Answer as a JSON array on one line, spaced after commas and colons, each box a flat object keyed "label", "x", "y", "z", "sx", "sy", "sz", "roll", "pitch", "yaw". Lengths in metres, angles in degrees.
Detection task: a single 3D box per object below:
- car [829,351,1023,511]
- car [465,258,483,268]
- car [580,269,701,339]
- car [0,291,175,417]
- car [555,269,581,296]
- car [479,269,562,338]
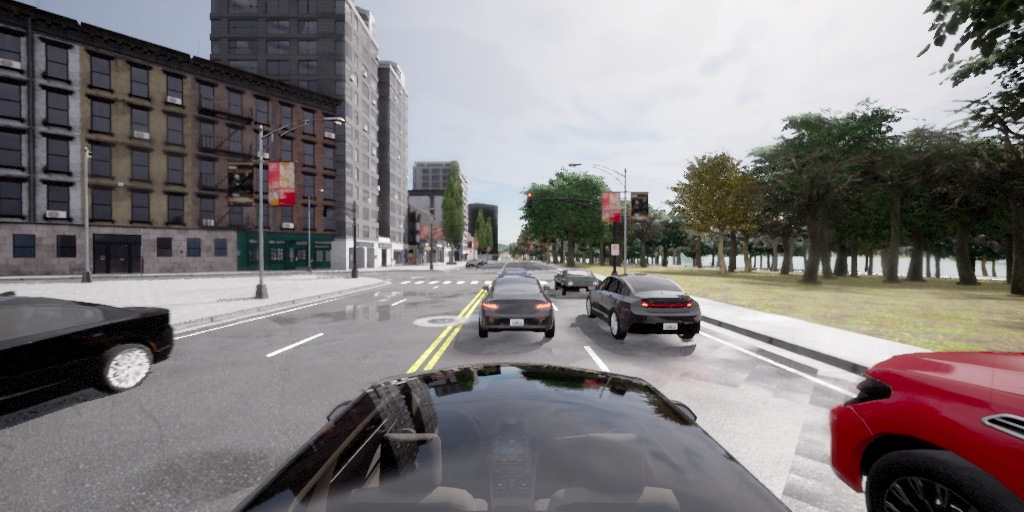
[{"label": "car", "x": 3.346, "y": 0.972, "z": 0.159, "sx": 2.150, "sy": 2.045, "sz": 5.566, "roll": 0, "pitch": 0, "yaw": 0}, {"label": "car", "x": -6.458, "y": 1.278, "z": 59.133, "sx": 1.994, "sy": 1.385, "sz": 4.181, "roll": 0, "pitch": 0, "yaw": 0}, {"label": "car", "x": 3.367, "y": 1.250, "z": 10.023, "sx": 1.837, "sy": 1.490, "sz": 4.892, "roll": 0, "pitch": 0, "yaw": 0}, {"label": "car", "x": -6.584, "y": 1.226, "z": 3.865, "sx": 1.882, "sy": 1.535, "sz": 5.008, "roll": 0, "pitch": 0, "yaw": 0}, {"label": "car", "x": 3.388, "y": 1.341, "z": 19.335, "sx": 1.895, "sy": 1.301, "sz": 4.718, "roll": 0, "pitch": 0, "yaw": 0}, {"label": "car", "x": 0.121, "y": 1.271, "z": 10.062, "sx": 1.812, "sy": 1.442, "sz": 4.674, "roll": 0, "pitch": 0, "yaw": 0}]
